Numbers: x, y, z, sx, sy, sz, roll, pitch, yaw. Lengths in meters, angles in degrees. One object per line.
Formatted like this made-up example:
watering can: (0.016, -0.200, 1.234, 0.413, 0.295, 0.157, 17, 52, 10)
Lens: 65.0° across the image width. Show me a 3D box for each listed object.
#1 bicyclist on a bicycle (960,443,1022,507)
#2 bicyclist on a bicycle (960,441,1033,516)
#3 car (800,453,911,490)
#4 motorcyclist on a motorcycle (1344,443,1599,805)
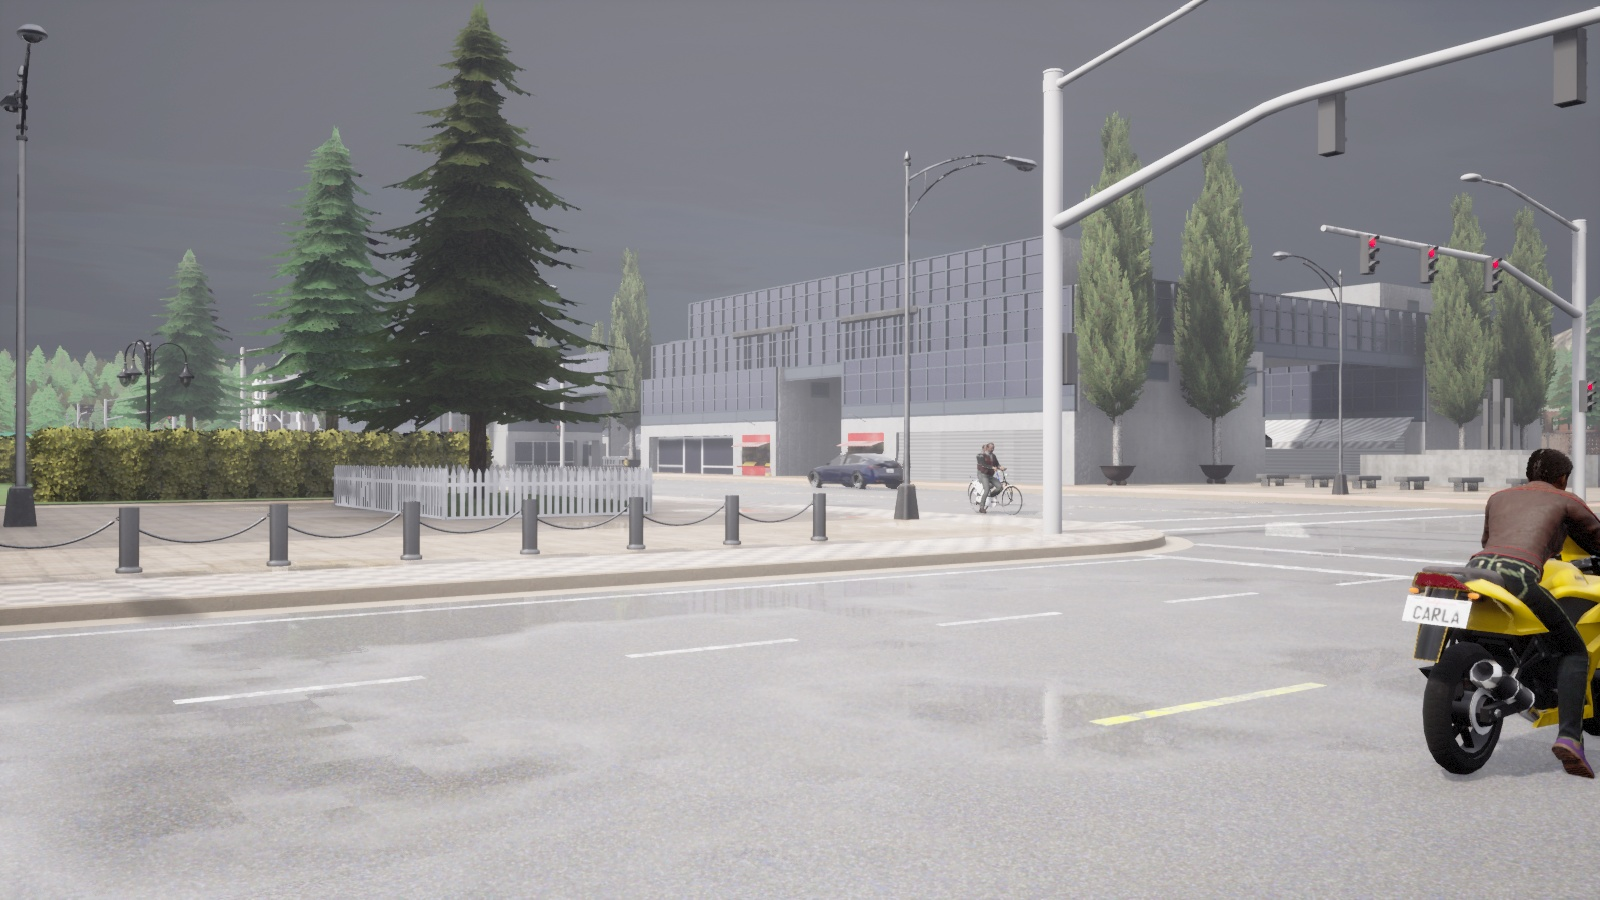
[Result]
bicyclist on a bicycle: (5.441, 0.692, 35.879, 0.659, 1.776, 1.843, 0, 0, -35)
bicyclist on a bicycle: (4.793, 0.680, 30.691, 0.659, 1.776, 1.843, 0, 0, -35)
car: (2.275, 0.869, 52.649, 2.163, 1.488, 4.792, 0, 0, -35)
motorcyclist on a motorcycle: (3.643, 0.734, 6.198, 2.044, 1.523, 0.797, 0, 0, -35)
